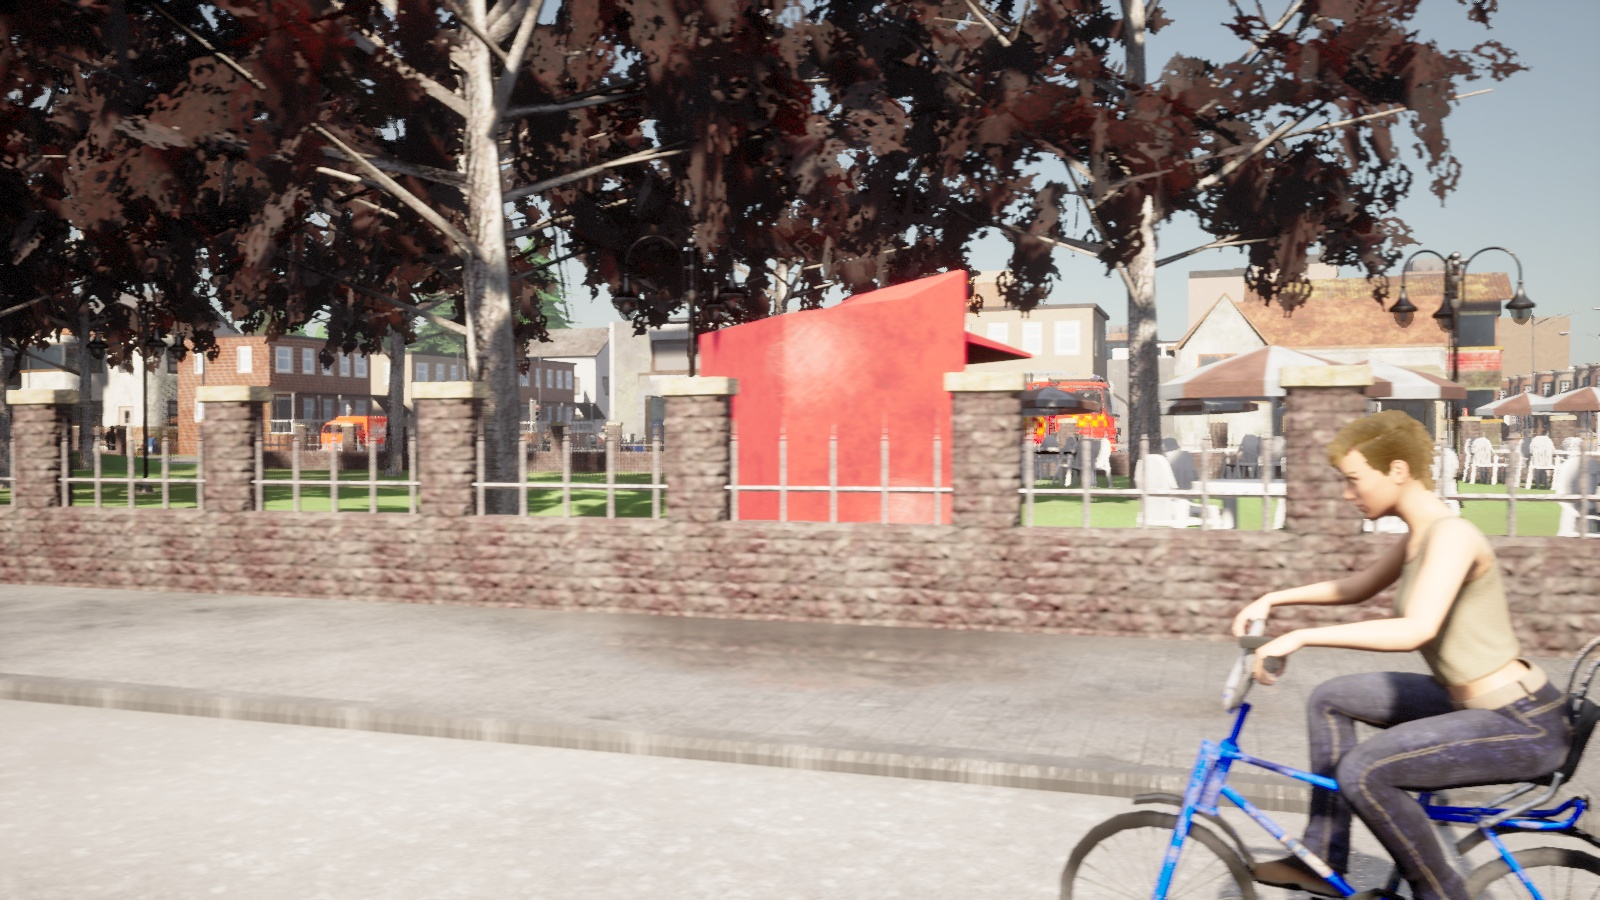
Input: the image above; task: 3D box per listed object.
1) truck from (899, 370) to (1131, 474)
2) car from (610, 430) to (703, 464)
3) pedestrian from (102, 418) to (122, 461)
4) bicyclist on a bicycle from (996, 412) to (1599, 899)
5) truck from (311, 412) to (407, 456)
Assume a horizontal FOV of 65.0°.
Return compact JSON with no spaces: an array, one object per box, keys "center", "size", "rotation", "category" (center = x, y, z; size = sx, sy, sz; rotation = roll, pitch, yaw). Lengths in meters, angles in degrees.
[{"center":[8.319,-1.086,48.651],"size":[8.468,3.827,2.891],"rotation":[1,1,19],"category":"truck"},{"center":[-6.609,-0.161,57.931],"size":[3.806,1.475,1.970],"rotation":[1,1,19],"category":"car"},{"center":[-30.901,-0.483,56.400],"size":[0.692,1.930,0.395],"rotation":[1,1,19],"category":"pedestrian"},{"center":[1.341,0.716,3.268],"size":[1.509,1.612,0.866],"rotation":[1,1,19],"category":"bicyclist on a bicycle"},{"center":[-25.626,-0.930,73.237],"size":[2.627,2.467,5.204],"rotation":[0,1,18],"category":"truck"}]
